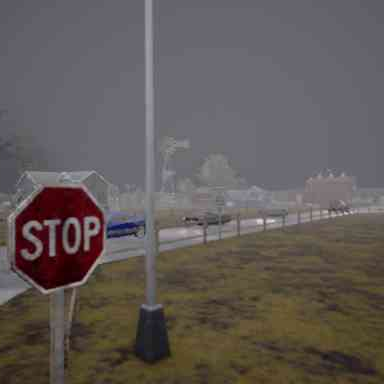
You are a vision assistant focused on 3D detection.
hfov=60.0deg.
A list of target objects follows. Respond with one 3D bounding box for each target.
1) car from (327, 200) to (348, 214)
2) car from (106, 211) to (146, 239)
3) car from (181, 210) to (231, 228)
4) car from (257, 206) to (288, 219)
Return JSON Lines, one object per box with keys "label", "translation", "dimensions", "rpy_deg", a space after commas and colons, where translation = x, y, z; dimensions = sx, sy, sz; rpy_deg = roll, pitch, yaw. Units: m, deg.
{"label": "car", "translation": [22.413, 2.258, 51.257], "dimensions": [2.150, 2.045, 5.566], "rpy_deg": [-1, -2, 35]}
{"label": "car", "translation": [-4.521, 1.862, 18.416], "dimensions": [1.882, 1.535, 5.008], "rpy_deg": [-1, -1, 37]}
{"label": "car", "translation": [1.204, 2.112, 26.441], "dimensions": [1.895, 1.301, 4.718], "rpy_deg": [-1, -1, 35]}
{"label": "car", "translation": [9.229, 2.268, 37.738], "dimensions": [2.033, 1.411, 5.357], "rpy_deg": [-1, -1, 35]}
